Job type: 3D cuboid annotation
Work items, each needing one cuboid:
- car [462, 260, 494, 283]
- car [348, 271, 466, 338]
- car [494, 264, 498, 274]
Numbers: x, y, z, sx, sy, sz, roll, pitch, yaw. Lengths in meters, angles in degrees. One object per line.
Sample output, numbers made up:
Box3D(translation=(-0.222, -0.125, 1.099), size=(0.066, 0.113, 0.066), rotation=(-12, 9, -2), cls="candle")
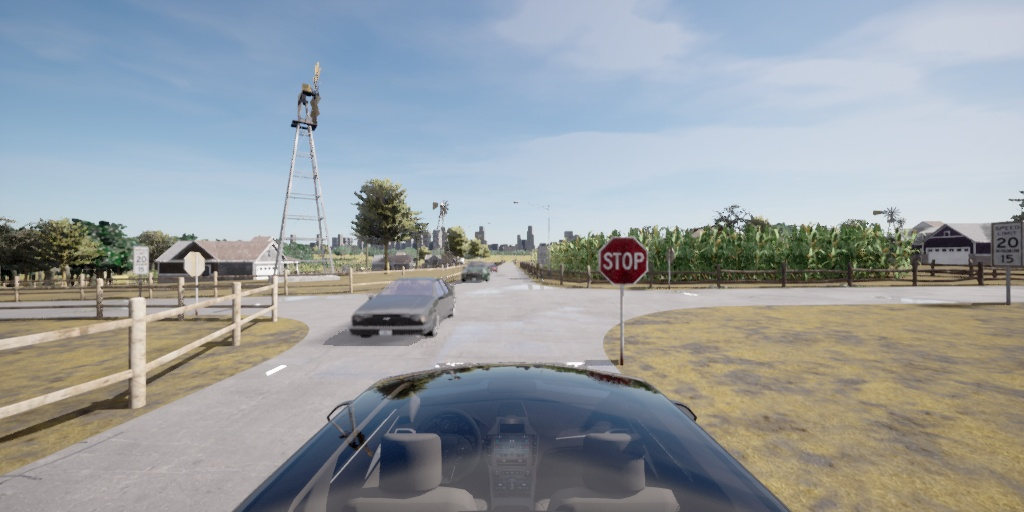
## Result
Box3D(translation=(-2.860, 1.191, 29.291), size=(2.097, 1.767, 4.553), rotation=(0, -1, 0), cls="car")
Box3D(translation=(-2.796, 1.329, 10.549), size=(2.033, 1.411, 5.357), rotation=(0, -1, 0), cls="car")
Box3D(translation=(-2.937, 1.609, 47.818), size=(1.994, 1.385, 4.181), rotation=(0, -1, 0), cls="car")
